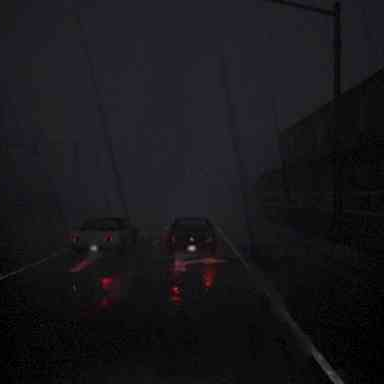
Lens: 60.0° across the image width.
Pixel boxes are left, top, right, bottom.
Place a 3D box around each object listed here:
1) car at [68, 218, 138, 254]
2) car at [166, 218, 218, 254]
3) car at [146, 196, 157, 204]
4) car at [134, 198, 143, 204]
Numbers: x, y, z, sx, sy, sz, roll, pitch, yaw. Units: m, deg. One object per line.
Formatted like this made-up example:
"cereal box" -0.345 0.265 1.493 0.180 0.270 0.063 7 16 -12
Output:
"car" -3.503 1.735 14.106 1.895 1.301 4.718 0 -1 0
"car" -0.003 1.735 14.107 1.895 1.301 4.718 0 -1 0
"car" -10.525 2.042 86.799 2.150 2.045 5.566 0 -1 0
"car" -14.025 2.317 86.825 1.837 1.490 4.892 0 -1 0
